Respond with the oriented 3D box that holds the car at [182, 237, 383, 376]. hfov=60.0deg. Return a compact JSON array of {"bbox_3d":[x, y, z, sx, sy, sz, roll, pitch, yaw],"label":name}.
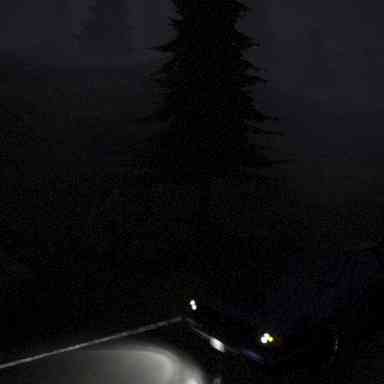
[{"bbox_3d":[2.483,1.547,5.776,5.357,1.411,2.033,0,0,-36],"label":"car"}]
